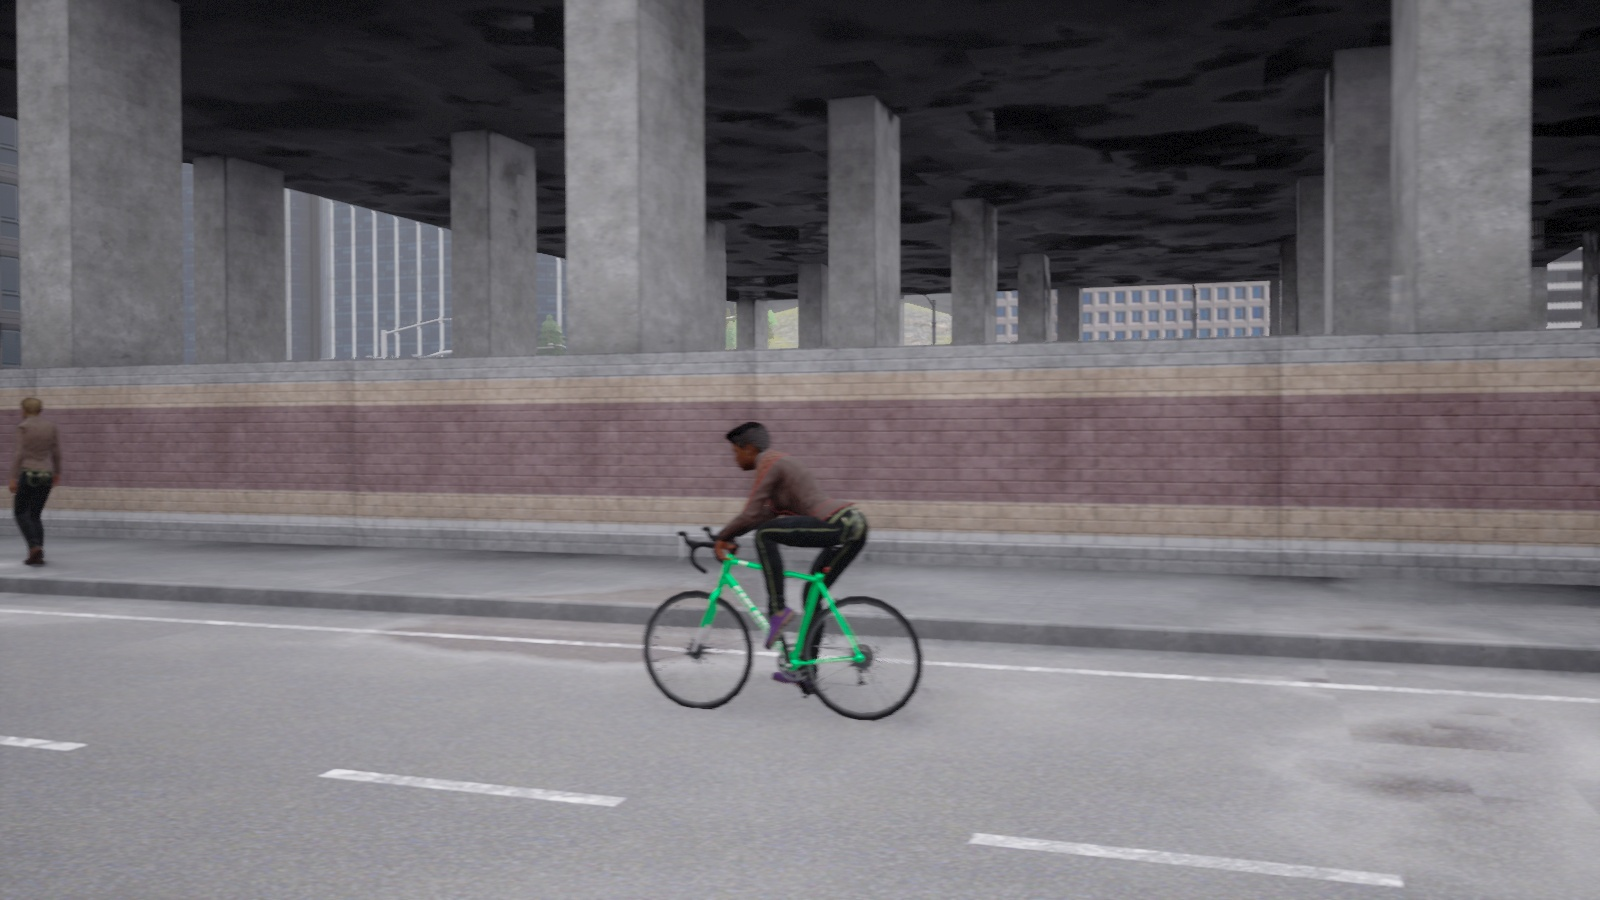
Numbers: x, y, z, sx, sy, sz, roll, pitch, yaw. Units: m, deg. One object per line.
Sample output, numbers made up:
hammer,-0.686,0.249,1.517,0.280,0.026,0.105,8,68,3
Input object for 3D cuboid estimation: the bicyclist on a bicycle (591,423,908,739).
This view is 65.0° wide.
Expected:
bicyclist on a bicycle,-0.277,0.667,6.978,1.656,1.620,0.582,0,1,19

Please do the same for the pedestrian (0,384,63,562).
pedestrian,-8.205,0.235,13.373,0.634,1.846,0.331,1,1,29
